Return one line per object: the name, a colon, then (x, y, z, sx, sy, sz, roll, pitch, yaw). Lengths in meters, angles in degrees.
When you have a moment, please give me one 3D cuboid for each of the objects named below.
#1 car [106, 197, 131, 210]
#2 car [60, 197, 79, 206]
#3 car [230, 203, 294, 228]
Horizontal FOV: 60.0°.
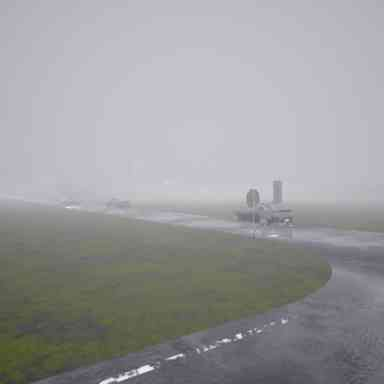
car: (-9.207, 1.411, 41.745, 1.812, 1.442, 4.674, 0, 0, -35)
car: (-18.505, 1.400, 50.155, 1.994, 1.385, 4.181, 0, 0, -35)
car: (4.475, 1.468, 21.975, 2.128, 1.511, 4.902, 0, 0, -30)
